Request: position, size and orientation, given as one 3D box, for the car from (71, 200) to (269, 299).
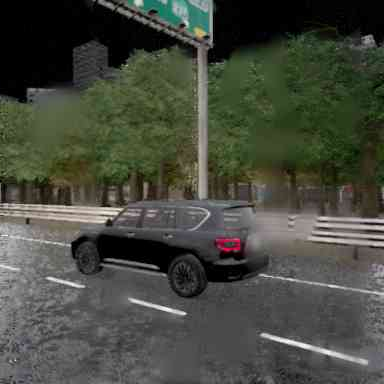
[{"bbox_3d":[-0.794,1.223,8.734,5.566,2.045,2.150,0,0,36],"label":"car"}]
